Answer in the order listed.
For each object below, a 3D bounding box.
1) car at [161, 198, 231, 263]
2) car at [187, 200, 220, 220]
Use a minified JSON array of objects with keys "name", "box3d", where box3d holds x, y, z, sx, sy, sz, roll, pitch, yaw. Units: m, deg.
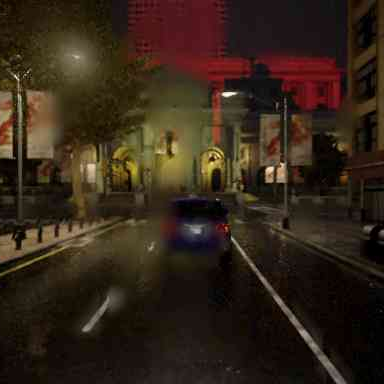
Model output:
[{"name":"car","box3d":[0.170,1.215,12.159,2.150,2.045,5.566,0,0,1]},{"name":"car","box3d":[1.123,1.478,29.227,2.128,1.511,4.902,0,0,12]}]
